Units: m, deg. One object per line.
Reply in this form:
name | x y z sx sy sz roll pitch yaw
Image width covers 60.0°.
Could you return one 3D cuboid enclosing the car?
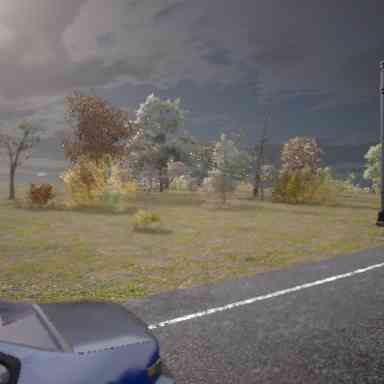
car | -2.710 1.548 2.073 5.357 1.411 2.033 0 0 -36
